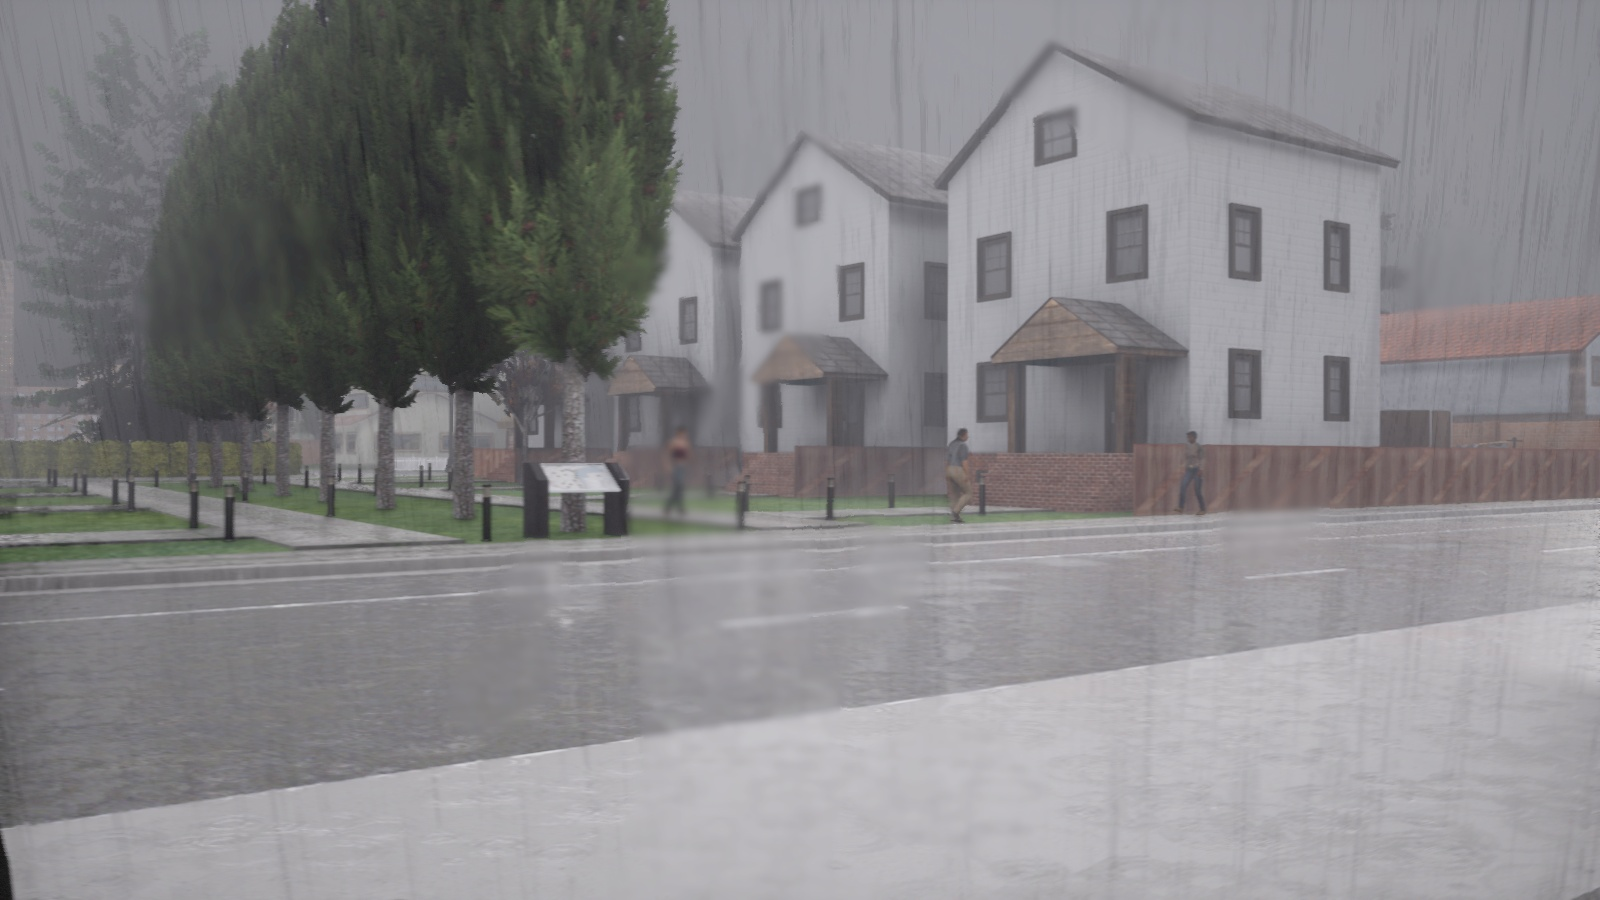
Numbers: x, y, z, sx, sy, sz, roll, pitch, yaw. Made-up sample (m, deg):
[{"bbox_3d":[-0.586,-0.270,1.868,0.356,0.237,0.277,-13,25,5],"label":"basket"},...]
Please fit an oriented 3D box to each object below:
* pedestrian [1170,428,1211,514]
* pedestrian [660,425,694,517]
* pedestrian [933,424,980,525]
[{"bbox_3d":[8.312,0.448,26.738,0.869,1.805,0.328,0,0,-29],"label":"pedestrian"},{"bbox_3d":[-2.478,0.417,25.319,0.594,1.836,0.345,0,0,39],"label":"pedestrian"},{"bbox_3d":[2.937,0.451,23.530,0.694,1.848,0.540,0,0,-24],"label":"pedestrian"}]
